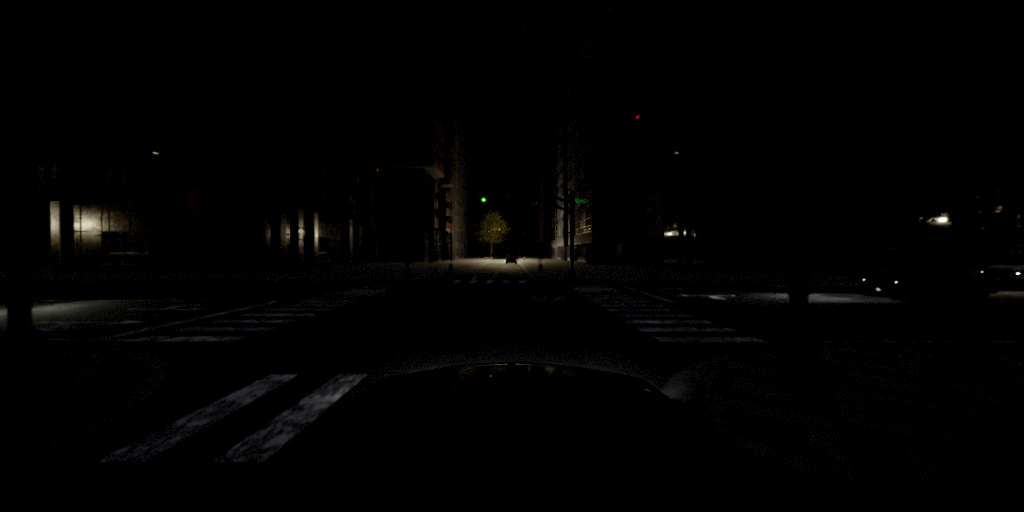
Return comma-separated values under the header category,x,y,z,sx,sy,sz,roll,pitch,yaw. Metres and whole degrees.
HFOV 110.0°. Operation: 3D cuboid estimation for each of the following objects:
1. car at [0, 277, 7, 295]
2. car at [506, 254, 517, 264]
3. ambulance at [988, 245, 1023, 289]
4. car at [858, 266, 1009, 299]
category,x,y,z,sx,sy,sz,roll,pitch,yaw
car,-22.316,0.843,13.060,5.566,2.045,2.150,0,1,0
car,-0.108,0.699,62.387,1.994,1.385,4.181,0,1,0
ambulance,29.562,0.628,19.501,6.366,2.431,2.351,0,1,0
car,18.932,1.220,16.391,4.718,1.301,1.895,0,1,0
